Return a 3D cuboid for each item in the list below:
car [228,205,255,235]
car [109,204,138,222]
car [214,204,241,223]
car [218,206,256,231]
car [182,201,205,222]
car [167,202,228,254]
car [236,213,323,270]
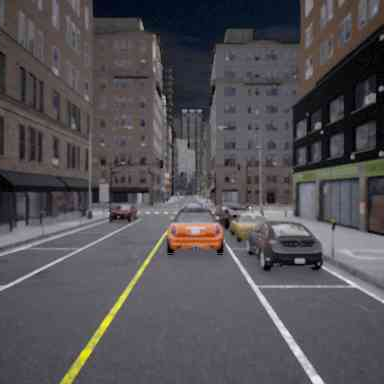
[{"bbox_3d":[2.883,1.619,16.793,1.752,1.417,4.829,-1,0,0],"label":"car"},{"bbox_3d":[-5.647,1.697,27.803,1.887,1.381,4.507,-1,0,0],"label":"car"},{"bbox_3d":[2.898,1.734,27.795,1.802,1.307,4.206,-1,0,0],"label":"car"},{"bbox_3d":[2.891,1.689,22.209,1.947,1.339,4.313,-1,0,0],"label":"car"},{"bbox_3d":[0.129,1.636,28.894,1.882,1.535,5.008,0,0,0],"label":"car"},{"bbox_3d":[0.115,1.433,13.922,2.097,1.767,4.553,0,0,0],"label":"car"},{"bbox_3d":[2.876,1.614,11.037,2.008,1.369,4.403,-1,0,0],"label":"car"}]
